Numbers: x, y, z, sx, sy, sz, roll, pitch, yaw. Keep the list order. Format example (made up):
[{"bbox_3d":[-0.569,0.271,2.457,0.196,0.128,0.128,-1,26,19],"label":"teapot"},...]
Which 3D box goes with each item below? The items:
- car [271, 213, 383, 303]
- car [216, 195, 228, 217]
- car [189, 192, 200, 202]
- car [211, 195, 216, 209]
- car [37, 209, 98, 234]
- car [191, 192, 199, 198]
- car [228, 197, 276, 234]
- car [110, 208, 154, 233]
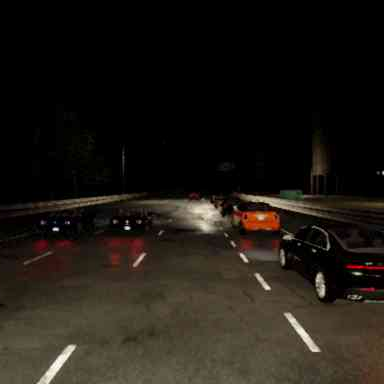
[{"bbox_3d":[3.508,1.501,8.164,1.837,1.490,4.892,0,0,0],"label":"car"},{"bbox_3d":[3.603,1.265,30.067,2.097,1.767,4.553,0,1,0],"label":"car"},{"bbox_3d":[0.413,1.032,62.144,1.812,1.442,4.674,0,1,1],"label":"car"},{"bbox_3d":[3.691,1.228,41.258,1.801,1.575,5.366,0,1,1],"label":"car"},{"bbox_3d":[-6.856,1.591,18.993,1.895,1.301,4.718,0,0,0],"label":"car"},{"bbox_3d":[0.634,0.677,78.275,1.812,1.442,4.674,0,1,1],"label":"car"},{"bbox_3d":[3.529,1.342,19.168,2.097,1.767,4.553,0,0,0],"label":"car"},{"bbox_3d":[-3.352,1.590,19.562,1.895,1.301,4.718,0,0,0],"label":"car"}]
